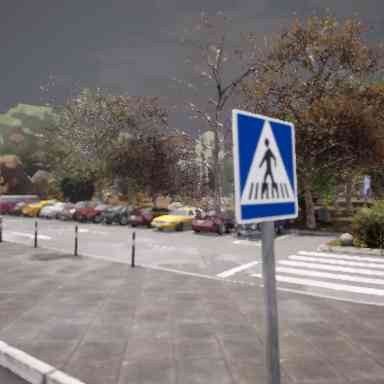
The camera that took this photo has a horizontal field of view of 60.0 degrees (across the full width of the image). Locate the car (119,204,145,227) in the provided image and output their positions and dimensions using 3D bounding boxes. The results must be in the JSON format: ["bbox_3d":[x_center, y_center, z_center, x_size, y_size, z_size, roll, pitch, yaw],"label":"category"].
[{"bbox_3d":[-2.671,1.780,24.683,2.163,1.488,4.792,0,0,35],"label":"car"}]

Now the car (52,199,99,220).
[{"bbox_3d":[-9.452,1.571,29.511,2.185,1.767,4.553,0,0,35],"label":"car"}]

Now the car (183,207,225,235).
[{"bbox_3d":[1.853,1.816,21.465,2.163,1.488,4.792,0,0,35],"label":"car"}]

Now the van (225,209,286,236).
[{"bbox_3d":[4.029,1.580,19.737,1.878,1.987,4.442,0,0,35],"label":"van"}]

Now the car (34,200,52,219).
[{"bbox_3d":[-11.734,1.720,31.093,2.002,1.452,4.674,0,0,35],"label":"car"}]

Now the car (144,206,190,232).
[{"bbox_3d":[-0.535,1.765,22.900,1.946,1.575,5.366,0,0,35],"label":"car"}]

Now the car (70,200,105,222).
[{"bbox_3d":[-7.206,1.714,27.881,2.097,1.535,5.008,0,0,35],"label":"car"}]

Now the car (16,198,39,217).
[{"bbox_3d":[-13.997,1.663,32.699,2.097,1.535,5.008,0,0,35],"label":"car"}]

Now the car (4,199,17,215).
[{"bbox_3d":[-16.259,1.686,34.311,2.002,1.452,4.674,0,0,35],"label":"car"}]

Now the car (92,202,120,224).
[{"bbox_3d":[-4.952,1.733,26.263,2.231,1.521,4.892,0,0,35],"label":"car"}]

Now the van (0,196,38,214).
[{"bbox_3d":[-18.450,1.404,36.016,1.878,1.987,4.442,0,0,35],"label":"van"}]
